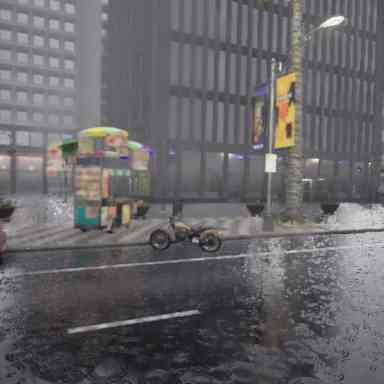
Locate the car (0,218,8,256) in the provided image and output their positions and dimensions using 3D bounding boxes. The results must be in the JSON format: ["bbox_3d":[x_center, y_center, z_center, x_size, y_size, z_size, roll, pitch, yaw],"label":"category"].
[{"bbox_3d":[-6.976,0.936,7.840,4.553,1.767,2.185,1,2,-24],"label":"car"}]
